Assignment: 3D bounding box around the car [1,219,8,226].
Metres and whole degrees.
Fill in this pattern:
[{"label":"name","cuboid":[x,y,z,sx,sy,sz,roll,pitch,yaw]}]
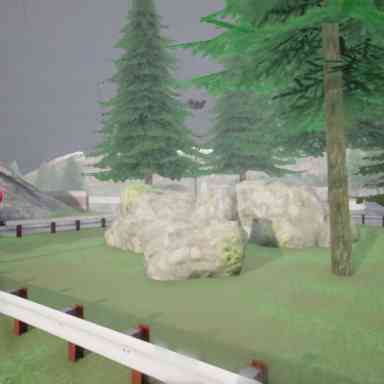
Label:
[{"label":"car","cuboid":[-11.306,1.359,15.162,5.357,1.411,2.033,0,0,6]}]
